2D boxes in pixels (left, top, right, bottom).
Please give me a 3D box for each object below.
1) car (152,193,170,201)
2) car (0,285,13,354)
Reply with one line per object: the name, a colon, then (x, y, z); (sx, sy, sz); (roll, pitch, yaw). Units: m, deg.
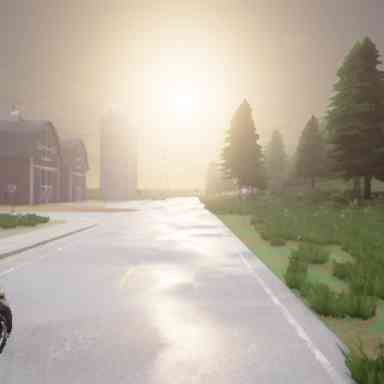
car: (-9.047, 1.685, 92.640); (4.181, 1.381, 1.994); (0, 0, -1)
car: (-3.558, 1.570, 3.052); (1.994, 1.385, 4.181); (0, 0, 0)
